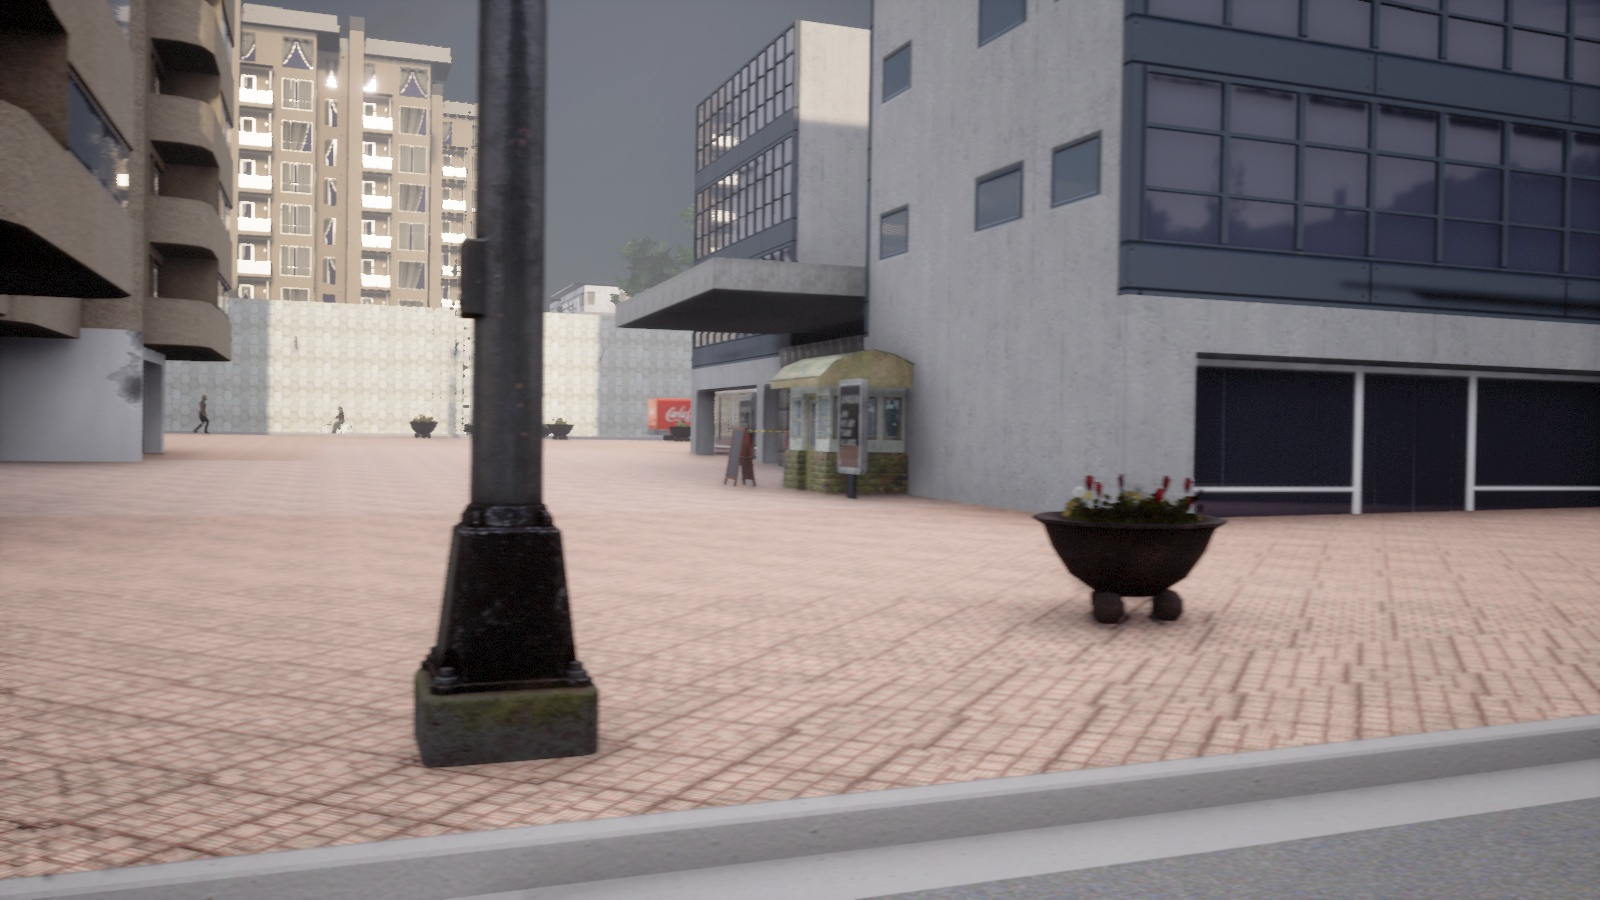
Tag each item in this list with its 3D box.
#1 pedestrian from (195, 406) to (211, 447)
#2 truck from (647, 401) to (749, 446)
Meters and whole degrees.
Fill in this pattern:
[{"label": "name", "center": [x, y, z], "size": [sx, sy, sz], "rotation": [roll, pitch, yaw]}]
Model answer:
[{"label": "pedestrian", "center": [-26.827, -1.056, 56.416], "size": [0.634, 1.846, 0.331], "rotation": [-1, 1, -22]}, {"label": "truck", "center": [-5.730, -1.495, 70.345], "size": [5.204, 2.467, 2.627], "rotation": [-1, 1, -19]}]
